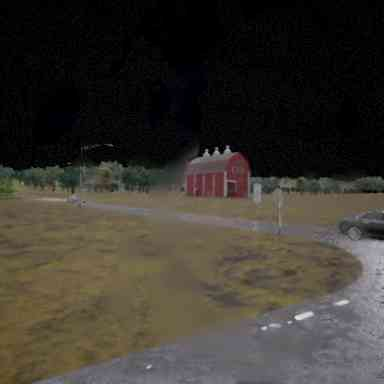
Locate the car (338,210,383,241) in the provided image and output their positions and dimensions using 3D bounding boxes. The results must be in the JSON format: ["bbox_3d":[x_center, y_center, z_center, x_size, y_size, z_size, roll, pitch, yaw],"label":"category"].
[{"bbox_3d":[8.851,1.562,14.340,1.837,1.490,4.892,2,-1,-36],"label":"car"}]

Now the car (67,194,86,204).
[{"bbox_3d":[-18.087,1.080,52.077,1.994,1.385,4.181,3,-1,-36],"label":"car"}]
